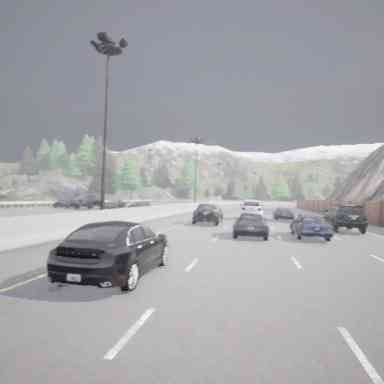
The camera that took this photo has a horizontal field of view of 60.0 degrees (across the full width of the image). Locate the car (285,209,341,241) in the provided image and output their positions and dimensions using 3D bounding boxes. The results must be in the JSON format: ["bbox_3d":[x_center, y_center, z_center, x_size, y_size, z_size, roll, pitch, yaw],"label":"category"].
[{"bbox_3d":[7.144,2.067,20.265,2.033,1.411,5.357,2,-1,10],"label":"car"}]

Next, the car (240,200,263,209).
[{"bbox_3d":[6.368,1.901,35.649,2.150,2.045,5.566,2,-1,10],"label":"car"}]

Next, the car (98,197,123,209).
[{"bbox_3d":[-10.072,1.685,43.679,1.812,1.442,4.674,2,-1,10],"label":"car"}]

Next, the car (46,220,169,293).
[{"bbox_3d":[-1.965,1.543,9.148,1.837,1.490,4.892,2,-1,10],"label":"car"}]

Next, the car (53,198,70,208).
[{"bbox_3d":[-16.946,1.483,44.982,1.994,1.385,4.181,2,-1,10],"label":"car"}]

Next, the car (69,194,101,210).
[{"bbox_3d":[-13.497,1.240,44.327,2.150,2.045,5.566,2,-1,10],"label":"car"}]

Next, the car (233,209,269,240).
[{"bbox_3d":[3.491,1.937,19.724,1.994,1.385,4.181,2,-1,10],"label":"car"}]

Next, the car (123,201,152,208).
[{"bbox_3d":[-6.602,1.848,43.209,2.033,1.411,5.357,2,-1,10],"label":"car"}]

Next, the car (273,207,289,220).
[{"bbox_3d":[10.194,2.407,37.229,1.994,1.385,4.181,2,-1,10],"label":"car"}]

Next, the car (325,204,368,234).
[{"bbox_3d":[11.682,1.979,25.668,2.150,2.045,5.566,2,-1,10],"label":"car"}]

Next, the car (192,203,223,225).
[{"bbox_3d":[1.410,1.747,27.868,2.097,1.767,4.553,2,-1,10],"label":"car"}]
